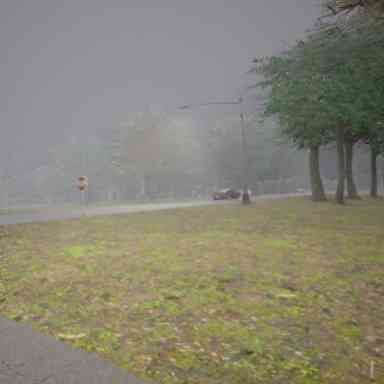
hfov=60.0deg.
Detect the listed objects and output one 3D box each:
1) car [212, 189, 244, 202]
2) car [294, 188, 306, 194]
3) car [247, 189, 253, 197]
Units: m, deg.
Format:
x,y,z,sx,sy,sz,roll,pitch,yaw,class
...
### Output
x,y,z,sx,sy,sz,roll,pitch,yaw,class
4.367,0.360,41.046,1.882,1.535,5.008,-3,-1,34,car
29.329,-0.360,90.061,2.033,1.411,5.357,-3,-1,34,car
9.254,0.188,60.561,2.097,1.767,4.553,-3,-1,34,car
